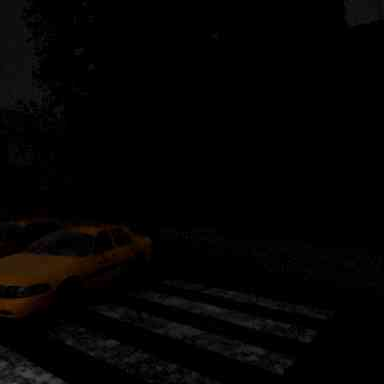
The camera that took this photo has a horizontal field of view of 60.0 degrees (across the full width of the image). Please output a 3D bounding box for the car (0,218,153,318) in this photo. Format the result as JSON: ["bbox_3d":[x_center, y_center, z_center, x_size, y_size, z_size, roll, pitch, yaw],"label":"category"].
[{"bbox_3d":[-2.584,1.459,7.715,1.946,1.575,5.366,1,-1,16],"label":"car"}]

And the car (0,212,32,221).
[{"bbox_3d":[-5.028,1.449,9.457,1.946,1.575,5.366,1,0,16],"label":"car"}]
